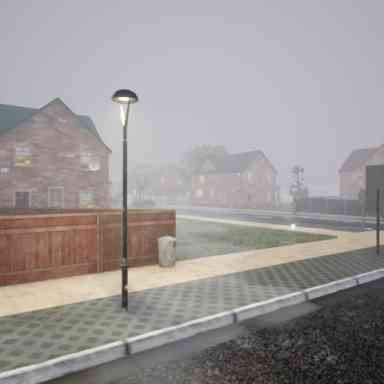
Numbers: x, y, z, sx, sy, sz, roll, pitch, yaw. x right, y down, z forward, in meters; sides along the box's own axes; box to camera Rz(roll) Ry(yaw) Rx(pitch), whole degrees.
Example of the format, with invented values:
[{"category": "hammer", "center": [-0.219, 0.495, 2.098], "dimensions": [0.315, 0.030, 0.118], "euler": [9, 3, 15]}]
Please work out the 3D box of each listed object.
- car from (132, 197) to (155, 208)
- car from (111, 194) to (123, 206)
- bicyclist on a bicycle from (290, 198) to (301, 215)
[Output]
[{"category": "car", "center": [-7.340, 1.525, 49.859], "dimensions": [2.128, 1.511, 4.902], "euler": [1, -1, -36]}, {"category": "car", "center": [-13.231, 1.289, 57.944], "dimensions": [2.150, 2.045, 5.566], "euler": [1, -1, -36]}, {"category": "bicyclist on a bicycle", "center": [9.712, 1.349, 31.255], "dimensions": [1.656, 1.620, 0.582], "euler": [0, 0, -36]}]
